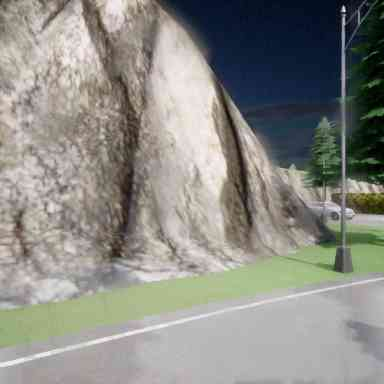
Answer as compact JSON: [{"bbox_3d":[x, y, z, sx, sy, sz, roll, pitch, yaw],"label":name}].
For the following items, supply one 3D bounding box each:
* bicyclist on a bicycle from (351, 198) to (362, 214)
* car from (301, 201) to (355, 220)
[{"bbox_3d":[16.488,1.453,33.370,1.656,1.620,0.582,0,0,-28],"label":"bicyclist on a bicycle"},{"bbox_3d":[11.314,1.526,27.989,1.812,1.442,4.674,0,0,-28],"label":"car"}]
